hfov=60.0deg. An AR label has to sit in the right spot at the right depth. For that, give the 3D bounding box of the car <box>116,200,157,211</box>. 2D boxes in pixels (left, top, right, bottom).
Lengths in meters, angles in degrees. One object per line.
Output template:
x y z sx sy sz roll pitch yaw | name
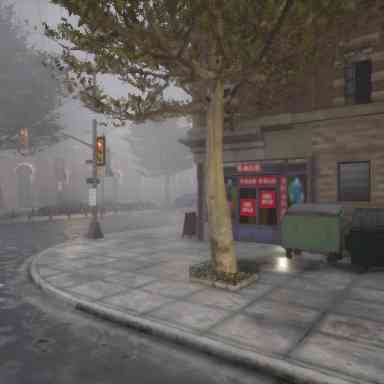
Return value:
-6.600 1.601 41.234 1.895 1.301 4.718 0 0 36 | car

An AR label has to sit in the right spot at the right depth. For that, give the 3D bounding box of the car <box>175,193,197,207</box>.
-0.258 1.221 49.902 2.150 2.045 5.566 0 0 36 | car

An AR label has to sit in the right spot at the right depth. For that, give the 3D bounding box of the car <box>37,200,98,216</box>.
-12.499 1.547 33.152 2.033 1.411 5.357 0 0 36 | car

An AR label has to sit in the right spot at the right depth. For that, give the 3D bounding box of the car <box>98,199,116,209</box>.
-11.998 1.595 45.119 1.895 1.301 4.718 0 0 36 | car
